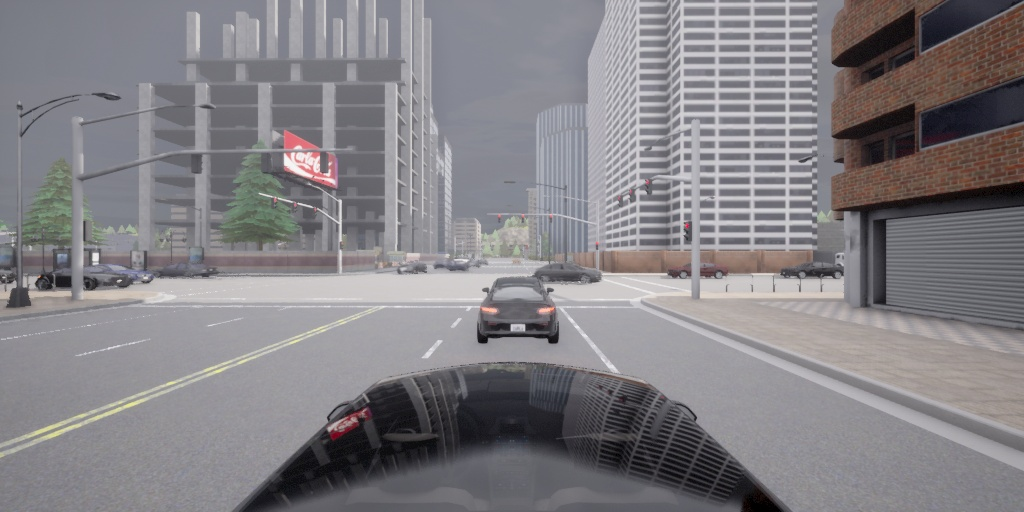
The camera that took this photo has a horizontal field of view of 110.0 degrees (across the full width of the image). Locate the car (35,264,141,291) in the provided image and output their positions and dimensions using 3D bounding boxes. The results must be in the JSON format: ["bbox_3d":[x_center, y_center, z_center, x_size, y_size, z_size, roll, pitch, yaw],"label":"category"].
[{"bbox_3d":[-25.509,1.313,21.485,4.181,1.385,1.994,0,0,0],"label":"car"}]

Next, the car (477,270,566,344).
[{"bbox_3d":[0.158,1.276,9.492,1.812,1.442,4.674,0,0,1],"label":"car"}]

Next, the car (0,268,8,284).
[{"bbox_3d":[-34.208,1.102,21.545,4.553,1.767,2.097,0,0,0],"label":"car"}]

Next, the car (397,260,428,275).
[{"bbox_3d":[-10.703,1.241,38.831,2.128,1.511,4.902,0,0,8],"label":"car"}]

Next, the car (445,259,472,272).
[{"bbox_3d":[-6.609,1.350,44.819,1.895,1.301,4.718,0,0,1],"label":"car"}]

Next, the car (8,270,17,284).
[{"bbox_3d":[-37.853,1.254,25.070,4.892,1.490,1.837,0,0,0],"label":"car"}]

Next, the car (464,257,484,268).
[{"bbox_3d":[-6.404,1.236,60.411,2.128,1.511,4.902,0,0,1],"label":"car"}]

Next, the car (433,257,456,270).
[{"bbox_3d":[-10.017,1.102,52.196,2.097,1.767,4.553,0,0,1],"label":"car"}]

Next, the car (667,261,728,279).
[{"bbox_3d":[16.462,1.227,31.913,5.008,1.535,1.882,0,0,0],"label":"car"}]

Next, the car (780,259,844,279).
[{"bbox_3d":[26.655,1.227,31.836,5.008,1.535,1.882,0,0,0],"label":"car"}]

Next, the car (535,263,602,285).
[{"bbox_3d":[3.984,1.254,25.956,4.892,1.490,1.837,0,1,20],"label":"car"}]

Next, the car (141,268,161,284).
[{"bbox_3d":[-27.864,1.275,25.001,4.674,1.442,1.812,0,0,0],"label":"car"}]

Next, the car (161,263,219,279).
[{"bbox_3d":[-29.460,1.297,32.144,5.357,1.411,2.033,0,0,1],"label":"car"}]
